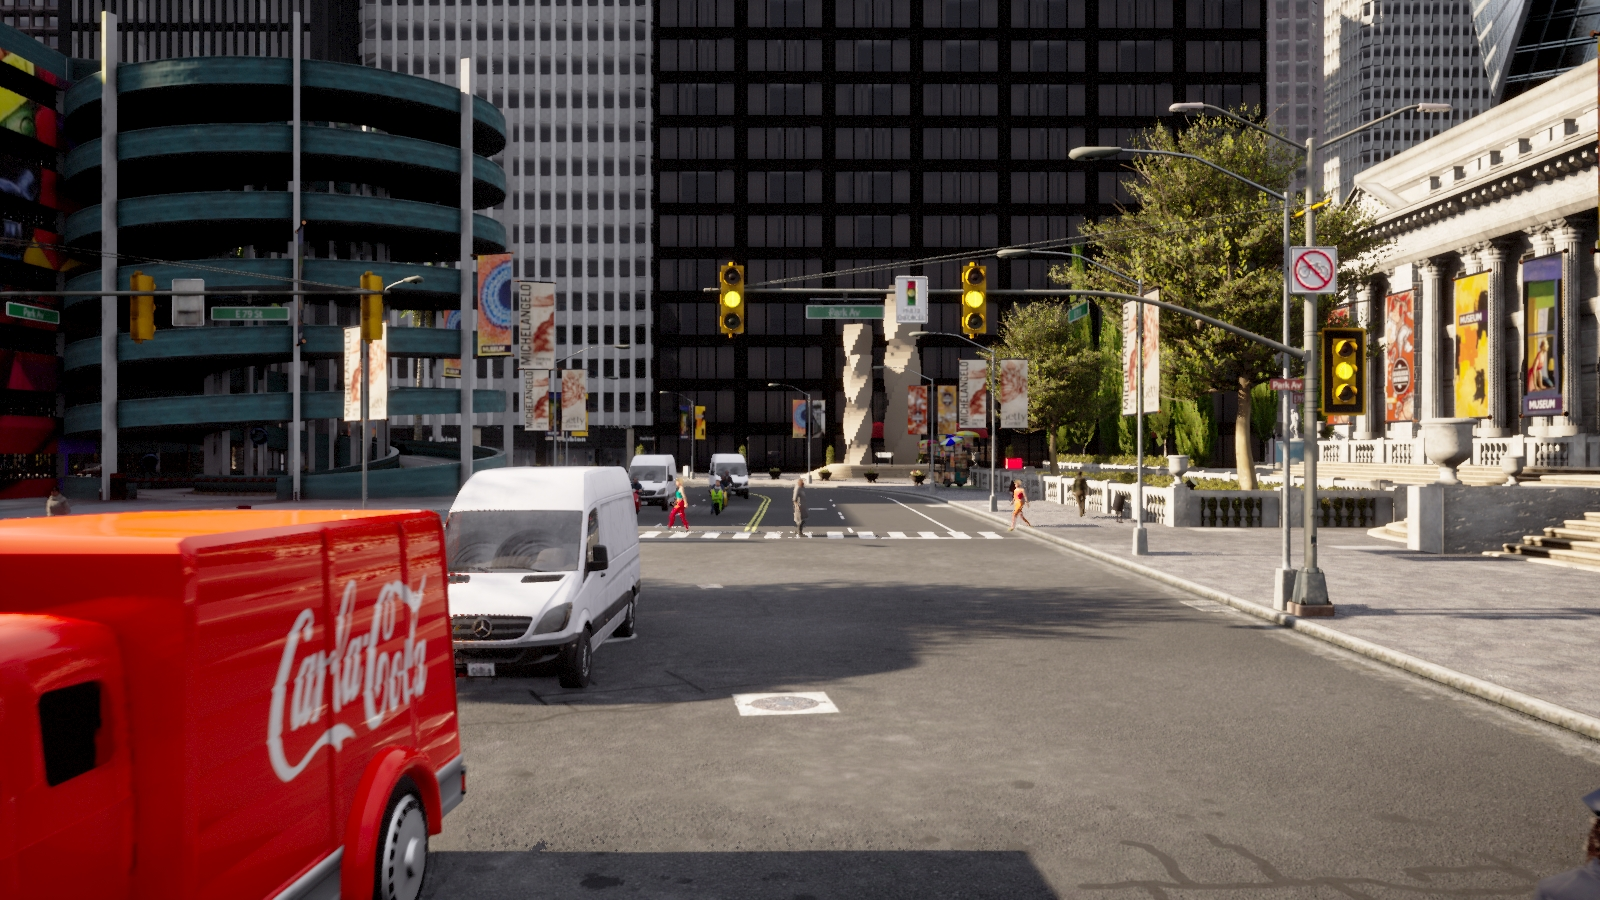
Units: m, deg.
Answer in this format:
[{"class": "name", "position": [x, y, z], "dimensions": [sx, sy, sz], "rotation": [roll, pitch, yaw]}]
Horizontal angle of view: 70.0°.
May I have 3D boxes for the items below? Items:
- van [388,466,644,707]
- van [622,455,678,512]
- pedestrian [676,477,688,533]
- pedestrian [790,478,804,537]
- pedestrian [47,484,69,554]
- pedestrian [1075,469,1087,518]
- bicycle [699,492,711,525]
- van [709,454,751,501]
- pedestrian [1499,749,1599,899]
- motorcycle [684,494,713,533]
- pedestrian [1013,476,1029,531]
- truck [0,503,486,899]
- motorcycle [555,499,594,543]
[{"class": "van", "position": [-3.510, 1.529, 15.442], "dimensions": [1.988, 2.561, 5.915], "rotation": [0, 0, 0]}, {"class": "van", "position": [-7.066, 1.515, 54.400], "dimensions": [1.988, 2.561, 5.915], "rotation": [0, 0, -1]}, {"class": "pedestrian", "position": [-3.934, 1.835, 38.207], "dimensions": [0.375, 1.860, 0.375], "rotation": [0, 0, -1]}, {"class": "pedestrian", "position": [-0.093, 1.835, 36.401], "dimensions": [0.375, 1.860, 0.375], "rotation": [0, 0, 8]}, {"class": "pedestrian", "position": [-19.855, 1.833, 30.574], "dimensions": [0.375, 1.860, 0.375], "rotation": [0, 0, -6]}, {"class": "pedestrian", "position": [10.872, 1.681, 44.173], "dimensions": [0.375, 1.860, 0.375], "rotation": [0, 0, 2]}, {"class": "bicycle", "position": [-3.555, 2.195, 42.953], "dimensions": [0.329, 1.171, 1.835], "rotation": [0, 0, -1]}, {"class": "van", "position": [-4.113, 1.511, 66.009], "dimensions": [1.988, 2.561, 5.915], "rotation": [0, 0, -8]}, {"class": "pedestrian", "position": [2.333, 1.847, 3.311], "dimensions": [0.375, 1.860, 0.375], "rotation": [0, 0, -3]}, {"class": "motorcycle", "position": [-3.469, 2.168, 39.313], "dimensions": [0.856, 1.236, 1.805], "rotation": [0, 0, -1]}, {"class": "pedestrian", "position": [7.540, 1.830, 38.975], "dimensions": [0.375, 1.860, 0.375], "rotation": [0, 0, -24]}, {"class": "truck", "position": [-3.499, 1.575, 5.343], "dimensions": [2.627, 2.467, 5.204], "rotation": [0, -1, 0]}, {"class": "motorcycle", "position": [-6.928, 2.170, 35.240], "dimensions": [0.856, 1.236, 1.805], "rotation": [0, 0, 0]}]
